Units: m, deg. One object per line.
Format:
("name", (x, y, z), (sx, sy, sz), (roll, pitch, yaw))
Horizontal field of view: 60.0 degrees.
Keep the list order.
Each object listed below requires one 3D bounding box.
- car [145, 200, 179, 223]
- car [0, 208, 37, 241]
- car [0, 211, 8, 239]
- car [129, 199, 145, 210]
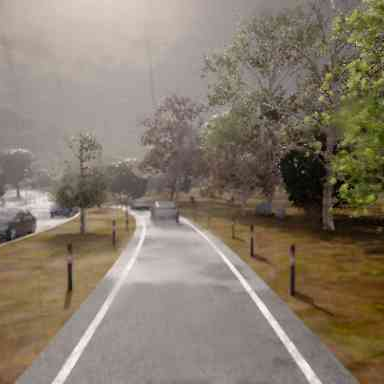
("car", (-2.066, 1.418, 24.300), (2.128, 1.511, 4.902), (0, 0, -9))
("car", (-9.989, 1.670, 18.055), (2.231, 1.521, 4.892), (2, -1, -6))
("car", (-9.352, 1.652, 12.500), (2.231, 1.521, 4.892), (2, -1, -6))
("car", (-6.595, 1.517, 41.388), (1.994, 1.385, 4.181), (-1, 0, -19))
